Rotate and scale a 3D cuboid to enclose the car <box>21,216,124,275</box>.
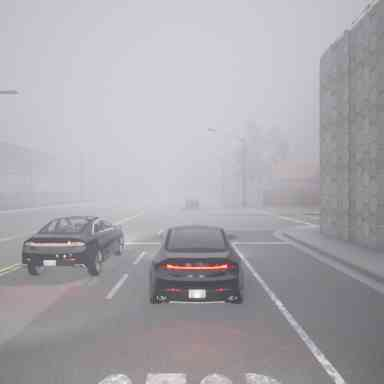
[{"bbox_3d":[-3.421,1.492,10.413,2.128,1.511,4.902,0,0,0],"label":"car"}]

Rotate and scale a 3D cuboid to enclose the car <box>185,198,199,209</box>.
[{"bbox_3d":[0.009,1.491,44.142,2.128,1.511,4.902,0,0,0],"label":"car"}]

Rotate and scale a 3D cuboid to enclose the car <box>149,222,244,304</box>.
[{"bbox_3d":[0.085,1.505,8.142,1.837,1.490,4.892,0,0,0],"label":"car"}]
